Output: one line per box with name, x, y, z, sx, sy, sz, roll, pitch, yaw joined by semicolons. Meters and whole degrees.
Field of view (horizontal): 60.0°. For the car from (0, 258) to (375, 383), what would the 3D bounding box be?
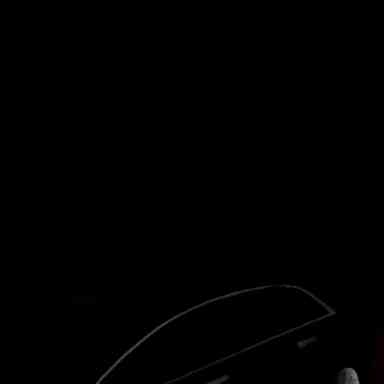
car;-0.281;1.489;2.979;4.892;1.490;1.837;-1;0;-34
